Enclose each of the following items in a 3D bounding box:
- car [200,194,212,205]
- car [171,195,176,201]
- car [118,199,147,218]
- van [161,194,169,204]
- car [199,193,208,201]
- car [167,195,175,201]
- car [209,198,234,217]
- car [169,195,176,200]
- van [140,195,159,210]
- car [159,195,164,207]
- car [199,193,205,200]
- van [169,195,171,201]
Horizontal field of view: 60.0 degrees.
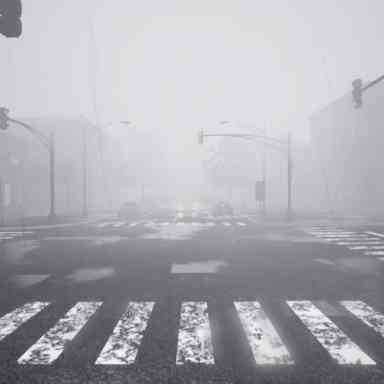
[{"bbox_3d":[2.918,1.539,58.114,2.008,1.369,4.403,-1,0,0],"label":"car"},{"bbox_3d":[-5.375,1.549,80.332,1.947,1.339,4.313,0,0,0],"label":"car"},{"bbox_3d":[-5.572,1.577,30.416,1.802,1.307,4.206,0,0,0],"label":"car"},{"bbox_3d":[-5.465,1.329,58.147,1.690,1.788,3.998,0,0,0],"label":"van"},{"bbox_3d":[3.026,1.296,85.845,2.192,1.841,5.009,-1,0,0],"label":"car"},{"bbox_3d":[-5.352,1.526,85.879,1.887,1.381,4.507,0,0,0],"label":"car"},{"bbox_3d":[2.808,1.520,30.552,1.752,1.417,4.829,-1,0,0],"label":"car"},{"bbox_3d":[-5.331,1.562,91.424,1.802,1.307,4.206,0,0,0],"label":"car"},{"bbox_3d":[-5.530,1.333,41.508,1.690,1.788,3.998,0,0,0],"label":"van"},{"bbox_3d":[-5.507,1.536,47.055,1.887,1.381,4.507,0,0,0],"label":"car"},{"bbox_3d":[2.984,1.550,74.752,1.947,1.339,4.313,-1,0,0],"label":"car"},{"bbox_3d":[-5.442,1.328,63.693,1.690,1.788,3.998,0,0,0],"label":"van"}]
